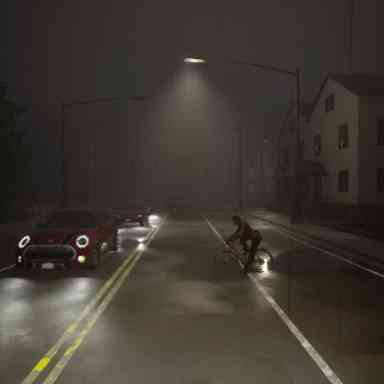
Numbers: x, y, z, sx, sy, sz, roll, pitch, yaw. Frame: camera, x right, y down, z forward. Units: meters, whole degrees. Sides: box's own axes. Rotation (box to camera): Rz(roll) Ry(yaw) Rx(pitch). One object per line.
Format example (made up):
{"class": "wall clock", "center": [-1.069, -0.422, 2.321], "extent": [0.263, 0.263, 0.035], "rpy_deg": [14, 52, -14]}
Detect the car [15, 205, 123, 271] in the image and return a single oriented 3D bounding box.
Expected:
{"class": "car", "center": [-3.826, 1.352, 10.962], "extent": [2.097, 1.767, 4.553], "rpy_deg": [0, 0, -1]}

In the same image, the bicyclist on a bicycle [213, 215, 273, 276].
{"class": "bicyclist on a bicycle", "center": [1.391, 1.453, 9.105], "extent": [1.656, 1.620, 0.582], "rpy_deg": [-2, 0, -1]}

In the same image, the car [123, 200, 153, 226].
{"class": "car", "center": [-4.111, 1.525, 23.429], "extent": [1.812, 1.442, 4.674], "rpy_deg": [0, 0, -1]}

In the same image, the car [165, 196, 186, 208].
{"class": "car", "center": [-2.552, 1.337, 49.070], "extent": [2.097, 1.767, 4.553], "rpy_deg": [0, 0, -21]}

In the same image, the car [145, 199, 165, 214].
{"class": "car", "center": [-4.350, 1.492, 35.012], "extent": [2.128, 1.511, 4.902], "rpy_deg": [0, 0, -1]}
